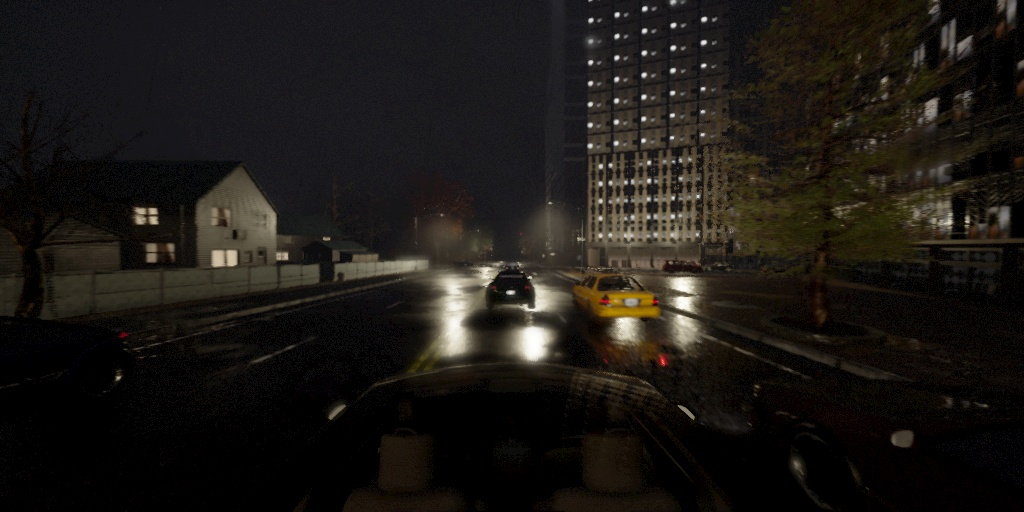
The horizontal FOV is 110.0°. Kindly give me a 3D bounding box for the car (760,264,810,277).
[{"bbox_3d":[33.650,1.845,44.619,4.507,1.381,1.888,0,0,20],"label":"car"}]

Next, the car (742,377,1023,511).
[{"bbox_3d":[3.250,1.296,1.128,2.033,1.411,5.357,0,0,0],"label":"car"}]

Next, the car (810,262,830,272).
[{"bbox_3d":[38.974,1.654,42.671,5.009,1.841,2.192,0,0,20],"label":"car"}]

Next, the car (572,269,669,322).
[{"bbox_3d":[3.247,1.232,12.322,1.801,1.575,5.366,0,0,0],"label":"car"}]

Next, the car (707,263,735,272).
[{"bbox_3d":[31.036,1.630,53.966,4.403,1.370,2.007,0,0,20],"label":"car"}]

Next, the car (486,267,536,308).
[{"bbox_3d":[-0.038,1.348,15.508,1.994,1.385,4.181,0,0,0],"label":"car"}]

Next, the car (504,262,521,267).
[{"bbox_3d":[0.070,1.413,41.565,2.033,1.411,5.357,0,0,0],"label":"car"}]

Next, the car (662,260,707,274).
[{"bbox_3d":[23.004,1.537,48.515,5.009,1.841,2.192,0,0,20],"label":"car"}]

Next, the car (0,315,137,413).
[{"bbox_3d":[-6.600,1.318,3.571,1.994,1.385,4.181,0,0,0],"label":"car"}]
